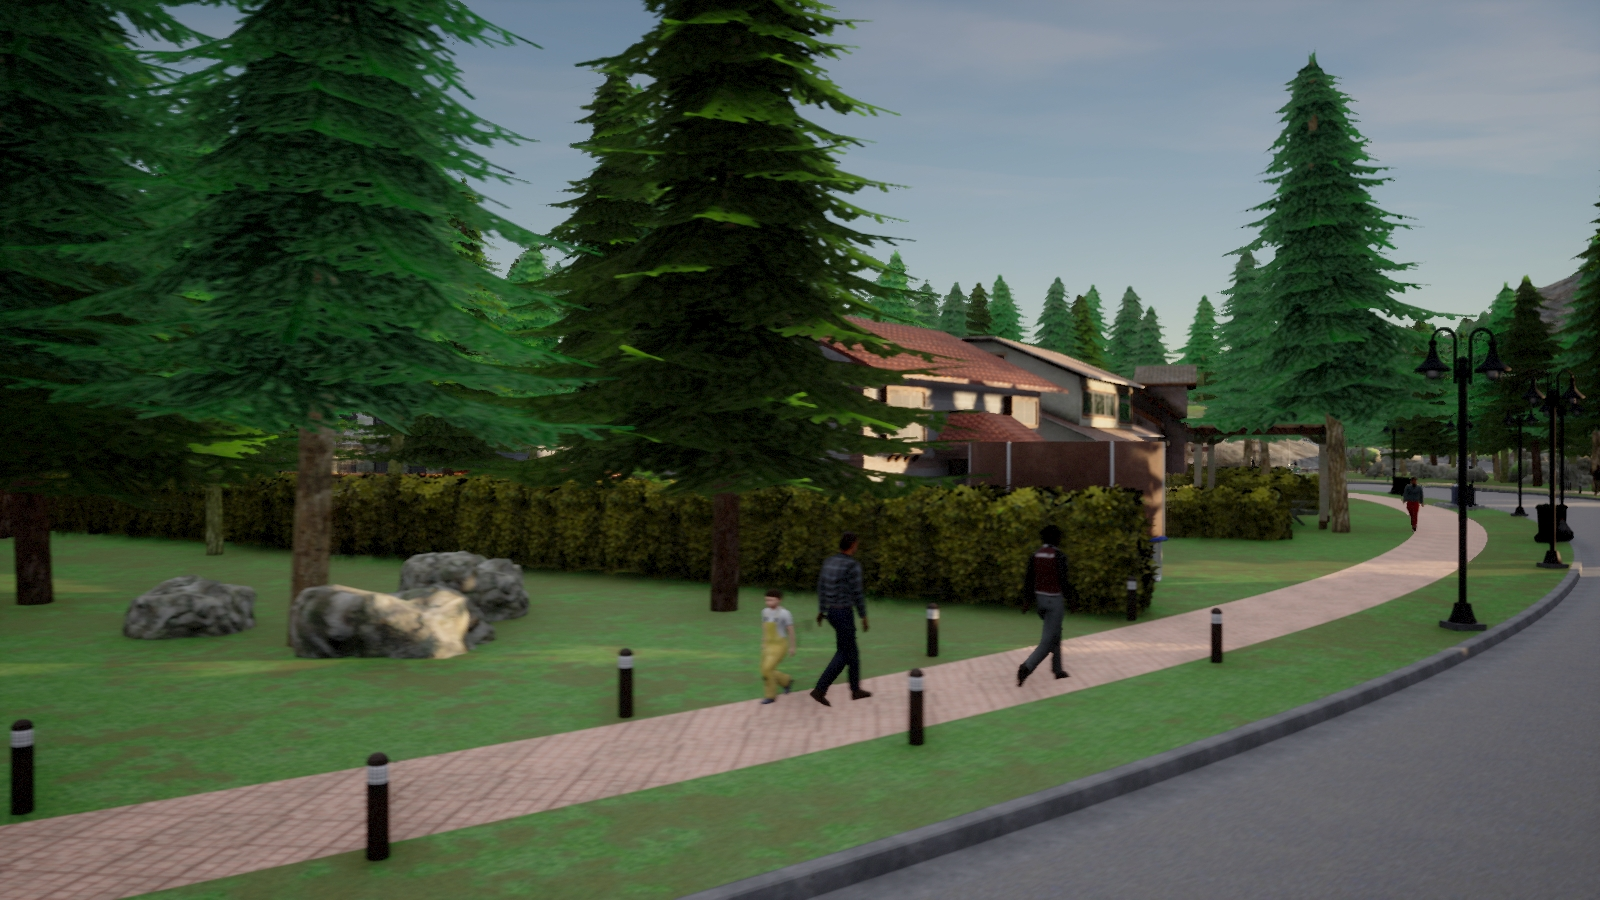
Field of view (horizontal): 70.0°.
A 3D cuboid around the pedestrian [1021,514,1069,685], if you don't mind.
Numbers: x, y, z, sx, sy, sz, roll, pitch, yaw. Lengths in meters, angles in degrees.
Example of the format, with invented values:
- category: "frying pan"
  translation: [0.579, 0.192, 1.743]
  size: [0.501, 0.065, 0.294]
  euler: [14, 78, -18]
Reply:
- category: "pedestrian"
  translation: [2.757, 1.665, 12.873]
  size: [0.375, 1.860, 0.375]
  euler: [0, 0, -40]

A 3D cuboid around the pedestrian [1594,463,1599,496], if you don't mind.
- category: "pedestrian"
  translation: [45.038, 1.671, 64.426]
  size: [0.375, 1.860, 0.375]
  euler: [0, 0, 16]

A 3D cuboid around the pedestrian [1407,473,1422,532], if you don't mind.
- category: "pedestrian"
  translation: [19.602, 1.667, 36.447]
  size: [0.375, 1.860, 0.375]
  euler: [0, 0, 33]

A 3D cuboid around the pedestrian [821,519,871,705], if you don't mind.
- category: "pedestrian"
  translation: [0.480, 1.665, 11.895]
  size: [0.375, 1.860, 0.375]
  euler: [0, 0, -33]

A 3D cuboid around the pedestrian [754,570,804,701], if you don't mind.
- category: "pedestrian"
  translation: [-0.220, 1.945, 12.096]
  size: [0.375, 1.300, 0.375]
  euler: [0, 0, -45]
